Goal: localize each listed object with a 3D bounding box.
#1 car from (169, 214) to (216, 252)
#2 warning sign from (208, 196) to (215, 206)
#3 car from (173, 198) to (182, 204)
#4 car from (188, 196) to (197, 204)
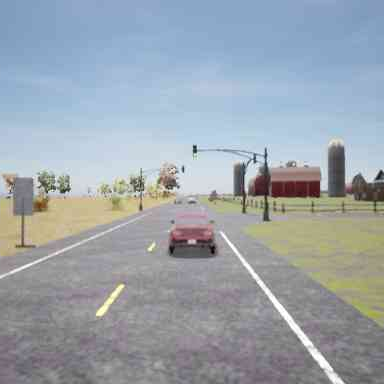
[{"bbox_3d":[0.019,1.661,14.385,1.812,1.442,4.674,0,0,0],"label":"car"},{"bbox_3d":[3.586,1.654,61.701,1.300,1.860,1.060,0,-1,0],"label":"warning sign"},{"bbox_3d":[-3.445,2.203,79.544,2.128,1.511,4.902,0,0,0],"label":"car"},{"bbox_3d":[0.057,2.260,81.429,1.895,1.301,4.718,0,0,0],"label":"car"}]
